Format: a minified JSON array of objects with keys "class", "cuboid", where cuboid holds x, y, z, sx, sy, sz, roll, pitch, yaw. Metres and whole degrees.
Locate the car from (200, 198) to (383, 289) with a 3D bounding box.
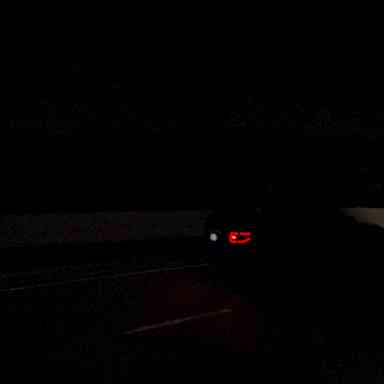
[{"class":"car","cuboid":[2.940,1.196,9.234,5.566,2.045,2.150,0,0,-26]}]
